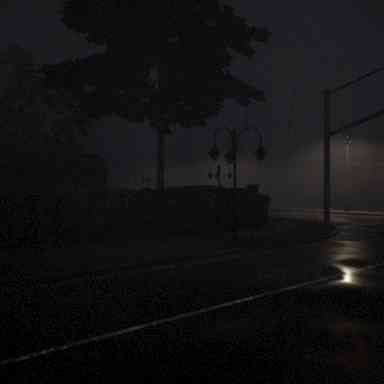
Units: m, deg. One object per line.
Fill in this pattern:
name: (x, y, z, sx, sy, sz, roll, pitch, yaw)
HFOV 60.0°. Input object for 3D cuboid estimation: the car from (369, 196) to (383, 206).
car: (28.414, 1.295, 48.461, 2.242, 1.667, 4.611, 0, 0, -35)

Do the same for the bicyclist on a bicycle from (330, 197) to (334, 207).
bicyclist on a bicycle: (20.837, 1.430, 50.104, 1.656, 1.620, 0.582, -6, -7, -37)
